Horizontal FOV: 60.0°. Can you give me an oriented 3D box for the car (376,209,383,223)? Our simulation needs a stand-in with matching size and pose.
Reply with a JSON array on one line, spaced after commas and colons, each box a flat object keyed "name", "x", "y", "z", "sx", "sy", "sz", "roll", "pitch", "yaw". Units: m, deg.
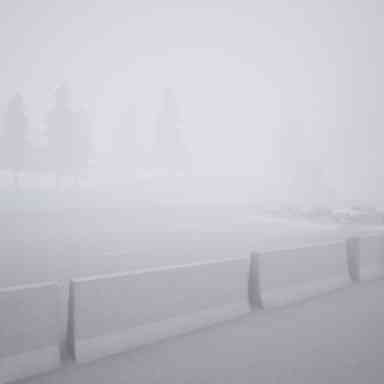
[{"name": "car", "x": 15.631, "y": 1.621, "z": 23.634, "sx": 5.357, "sy": 1.411, "sz": 2.033, "roll": 0, "pitch": 0, "yaw": -35}]

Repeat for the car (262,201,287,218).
[{"name": "car", "x": 9.204, "y": 1.623, "z": 31.950, "sx": 5.357, "sy": 1.411, "sz": 2.033, "roll": 0, "pitch": 0, "yaw": -35}]

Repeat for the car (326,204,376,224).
[{"name": "car", "x": 12.952, "y": 1.677, "z": 26.029, "sx": 4.718, "sy": 1.301, "sz": 1.895, "roll": 0, "pitch": 0, "yaw": -35}]

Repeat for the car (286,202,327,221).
[{"name": "car", "x": 10.583, "y": 1.603, "z": 28.645, "sx": 4.674, "sy": 1.442, "sz": 1.812, "roll": 0, "pitch": 0, "yaw": -35}]
